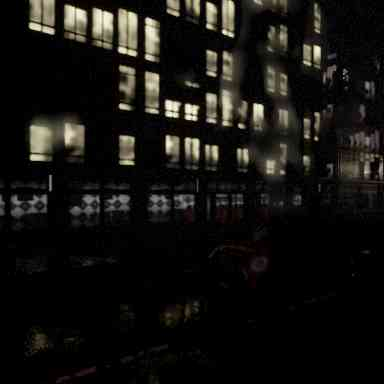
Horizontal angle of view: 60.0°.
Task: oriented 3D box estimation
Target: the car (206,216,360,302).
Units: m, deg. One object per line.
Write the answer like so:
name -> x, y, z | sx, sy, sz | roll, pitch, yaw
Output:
car -> 2.283, 1.436, 8.185 | 4.097, 1.590, 1.967 | 0, 0, -36
